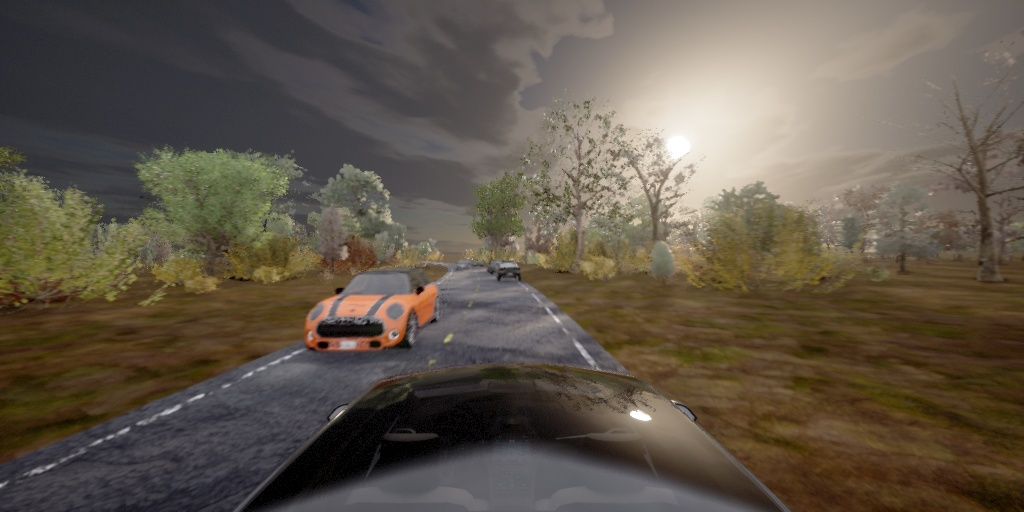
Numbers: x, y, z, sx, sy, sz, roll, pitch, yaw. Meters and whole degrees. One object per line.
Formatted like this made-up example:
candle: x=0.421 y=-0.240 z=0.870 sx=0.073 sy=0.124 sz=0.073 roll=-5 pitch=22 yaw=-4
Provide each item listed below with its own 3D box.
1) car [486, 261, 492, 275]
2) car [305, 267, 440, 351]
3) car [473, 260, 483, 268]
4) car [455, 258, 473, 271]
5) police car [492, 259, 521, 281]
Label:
car: x=-1.440 y=1.120 z=40.181 sx=2.097 sy=1.767 sz=4.553 roll=0 pitch=0 yaw=-7
car: x=-3.215 y=1.127 z=9.171 sx=2.097 sy=1.767 sz=4.553 roll=0 pitch=0 yaw=-1
car: x=-6.268 y=1.419 z=64.173 sx=1.895 sy=1.301 sz=4.718 roll=0 pitch=0 yaw=-12
car: x=-7.056 y=1.304 z=51.148 sx=2.128 sy=1.511 sz=4.902 roll=0 pitch=0 yaw=-9
police car: x=-0.365 y=1.184 z=30.300 sx=1.930 sy=1.638 sz=5.238 roll=0 pitch=0 yaw=-5
